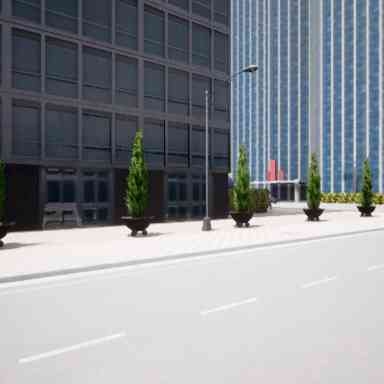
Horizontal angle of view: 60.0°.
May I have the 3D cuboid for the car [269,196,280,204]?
[{"bbox_3d":[14.637,1.562,64.870,2.033,1.411,5.357,0,0,-36],"label":"car"}]
